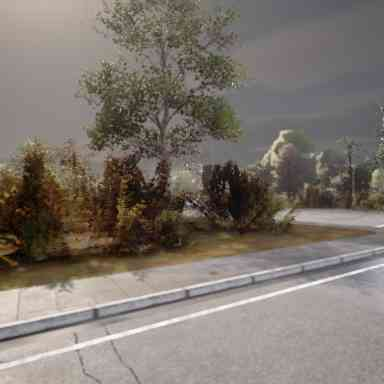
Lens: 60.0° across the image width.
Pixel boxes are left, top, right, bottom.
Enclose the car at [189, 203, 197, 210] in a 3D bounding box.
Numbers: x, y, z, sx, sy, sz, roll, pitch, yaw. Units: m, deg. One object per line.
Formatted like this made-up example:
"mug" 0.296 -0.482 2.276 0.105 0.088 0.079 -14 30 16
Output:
"car" -0.146 1.723 52.561 5.566 2.045 2.150 -1 -1 41
